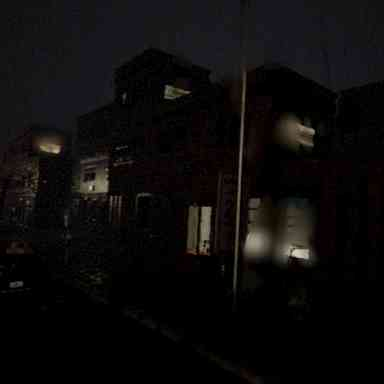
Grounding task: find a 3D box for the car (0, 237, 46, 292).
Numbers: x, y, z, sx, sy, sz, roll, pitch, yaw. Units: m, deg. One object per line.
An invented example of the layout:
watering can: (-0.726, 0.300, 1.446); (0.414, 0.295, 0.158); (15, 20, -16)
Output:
car: (-5.451, 1.960, 9.416); (2.008, 1.369, 4.403); (4, -4, -39)
